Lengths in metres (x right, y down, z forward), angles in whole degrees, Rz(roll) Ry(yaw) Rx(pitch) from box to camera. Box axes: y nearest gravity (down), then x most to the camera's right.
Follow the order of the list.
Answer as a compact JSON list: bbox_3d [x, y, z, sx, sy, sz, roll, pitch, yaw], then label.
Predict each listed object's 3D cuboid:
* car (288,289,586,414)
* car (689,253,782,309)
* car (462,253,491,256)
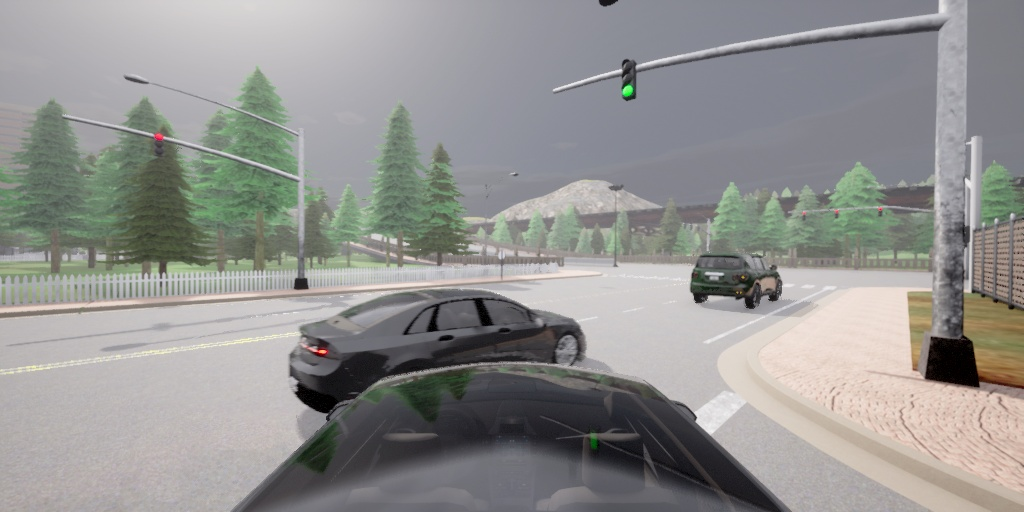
[{"bbox_3d":[-0.744,1.295,5.815,4.892,1.490,1.837,2,-1,-42],"label":"car"},{"bbox_3d":[9.498,0.913,15.092,5.566,2.045,2.150,0,1,-42],"label":"car"},{"bbox_3d":[-6.359,0.214,59.541,2.128,1.511,4.902,0,4,-44],"label":"car"}]
